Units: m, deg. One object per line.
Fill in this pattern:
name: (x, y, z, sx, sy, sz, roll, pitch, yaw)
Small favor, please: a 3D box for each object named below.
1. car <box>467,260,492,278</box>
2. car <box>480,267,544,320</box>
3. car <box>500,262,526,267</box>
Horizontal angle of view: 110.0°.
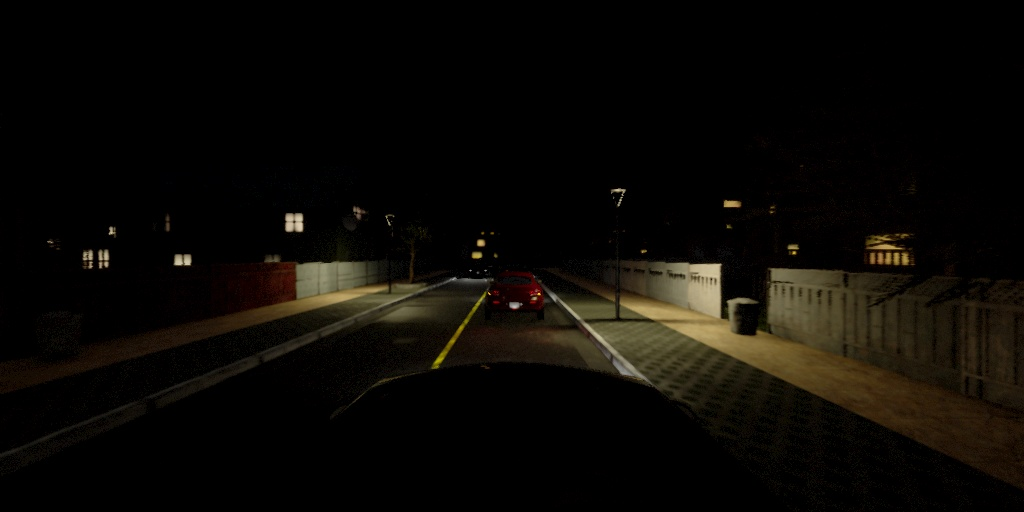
car: (-2.845, 1.160, 32.334, 1.837, 1.490, 4.892, 0, 0, 0)
car: (0.078, 1.235, 12.373, 1.812, 1.442, 4.674, 0, -1, 0)
car: (0.072, 1.170, 27.128, 1.837, 1.490, 4.892, 0, 0, 0)
